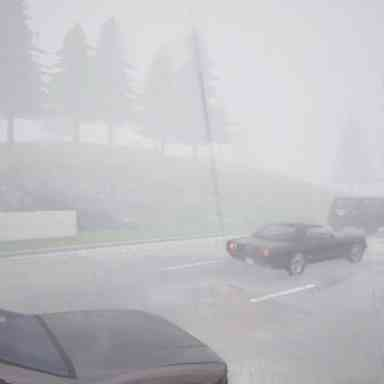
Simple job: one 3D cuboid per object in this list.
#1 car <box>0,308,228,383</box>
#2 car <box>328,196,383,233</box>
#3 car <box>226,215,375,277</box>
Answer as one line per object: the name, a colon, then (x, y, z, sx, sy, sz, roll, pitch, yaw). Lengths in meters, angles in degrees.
car: (-2.206, 1.541, 2.165, 5.357, 1.411, 2.033, 0, 0, -35)
car: (10.107, 1.247, 19.056, 5.566, 2.045, 2.150, 0, 0, -34)
car: (3.421, 1.609, 10.337, 4.718, 1.301, 1.895, 0, 0, -34)
